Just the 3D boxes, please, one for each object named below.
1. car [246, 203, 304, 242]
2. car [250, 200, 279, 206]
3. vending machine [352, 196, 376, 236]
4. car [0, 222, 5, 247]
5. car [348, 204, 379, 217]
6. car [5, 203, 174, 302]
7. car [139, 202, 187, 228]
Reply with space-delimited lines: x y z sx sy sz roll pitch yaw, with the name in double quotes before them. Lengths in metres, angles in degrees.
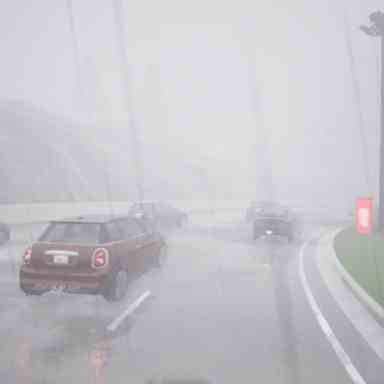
"car" 4.456 1.548 16.960 1.837 1.490 4.892 0 0 25
"car" 6.047 1.410 25.920 2.097 1.767 4.553 1 0 37
"vending machine" 9.482 1.286 18.313 1.100 2.100 0.880 1 0 32
"car" -8.763 1.409 11.786 2.128 1.511 4.902 0 0 14
"car" 16.714 1.686 32.212 4.674 1.442 1.812 1 0 -44
"car" -2.130 1.332 8.532 2.097 1.767 4.553 1 0 11
"car" -2.008 1.334 19.478 2.097 1.767 4.553 1 0 24
